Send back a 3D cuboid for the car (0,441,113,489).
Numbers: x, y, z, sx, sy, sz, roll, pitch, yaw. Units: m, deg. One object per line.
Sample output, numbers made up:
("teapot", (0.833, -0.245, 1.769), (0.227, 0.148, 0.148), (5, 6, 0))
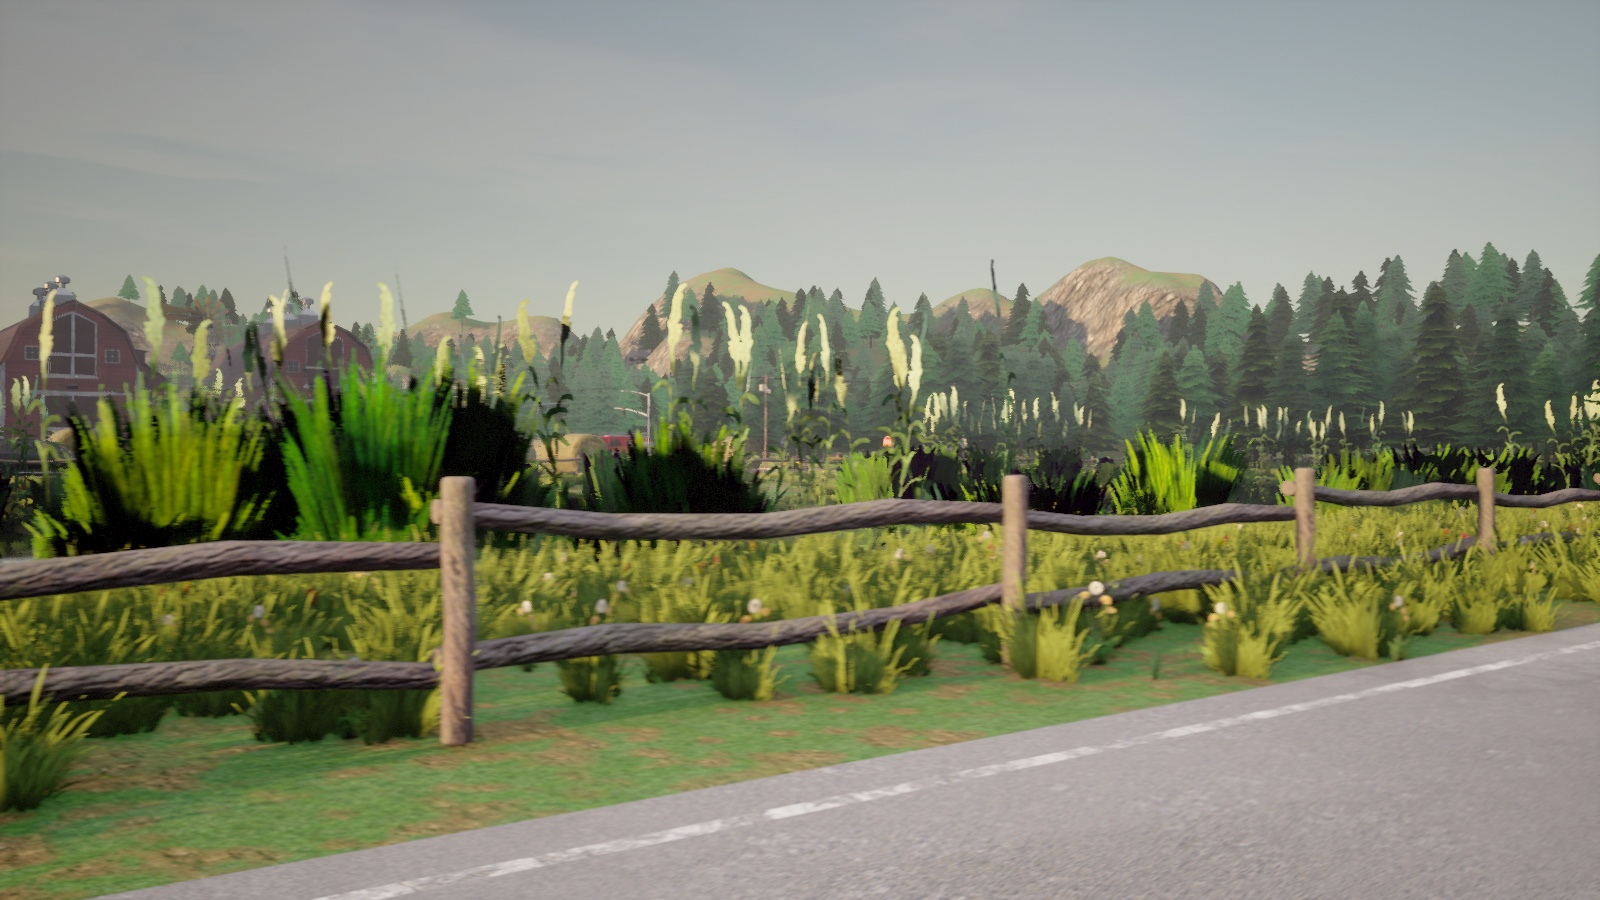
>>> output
("car", (-33.518, 0.648, 55.192), (5.566, 2.045, 2.150), (0, 0, -37))
